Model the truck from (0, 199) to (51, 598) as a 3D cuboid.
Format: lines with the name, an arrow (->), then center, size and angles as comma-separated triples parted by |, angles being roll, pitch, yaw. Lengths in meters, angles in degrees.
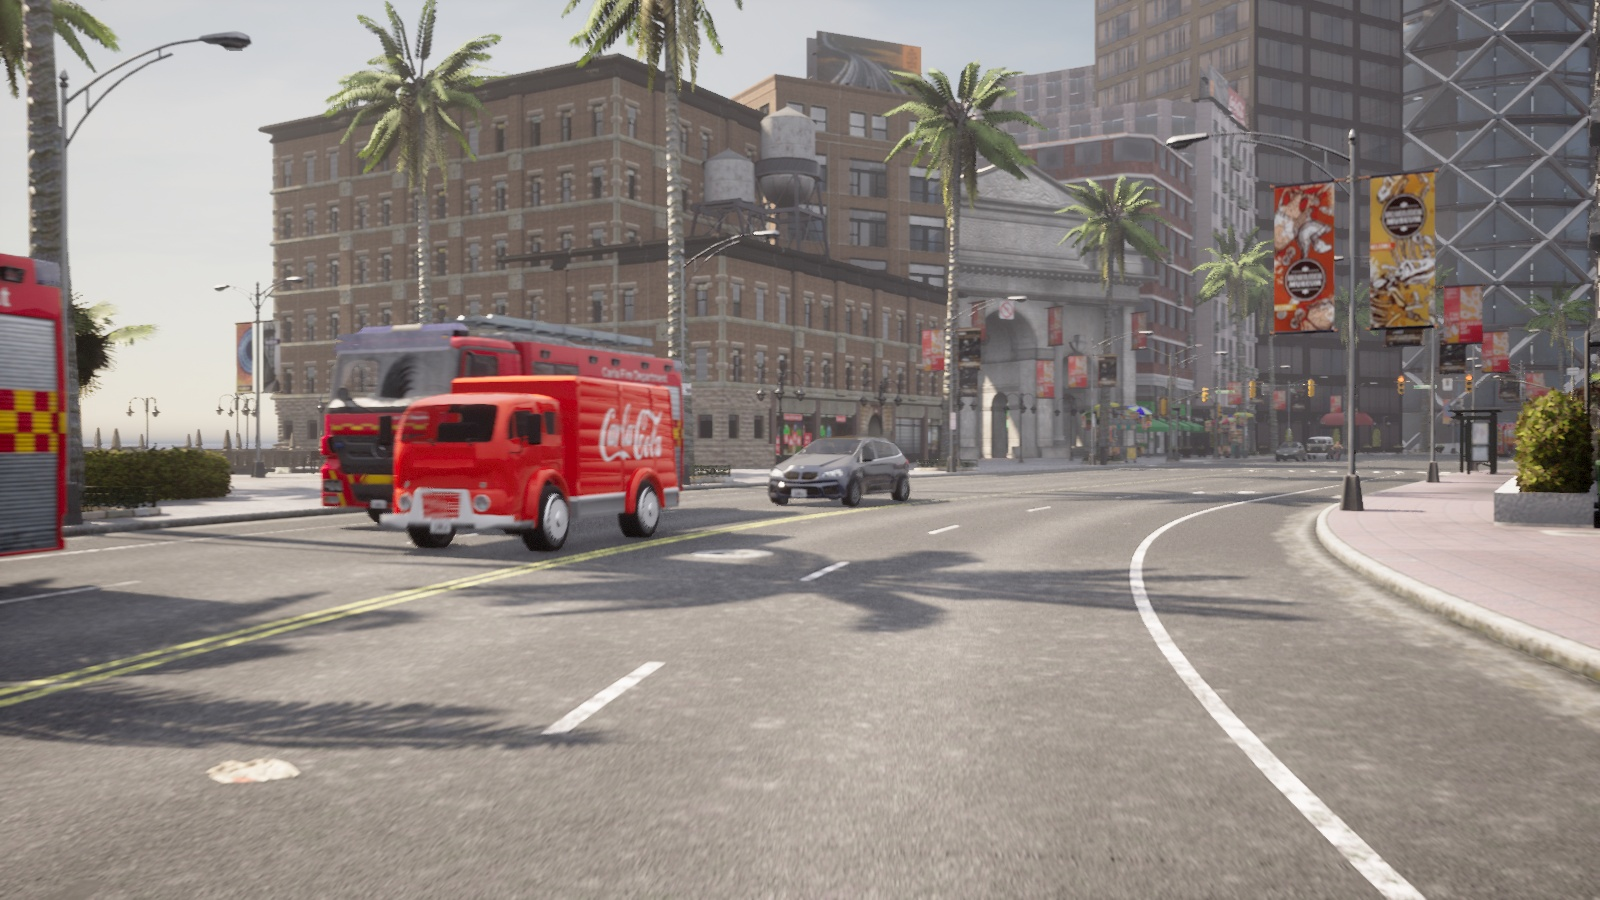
truck -> -9.735, -0.478, 8.767 | 2.891, 3.827, 8.468 | 0, 0, 10

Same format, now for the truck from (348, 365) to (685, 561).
truck -> -3.952, 0.150, 18.730 | 2.627, 2.467, 5.204 | 0, 0, 18

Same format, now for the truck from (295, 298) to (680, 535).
truck -> -5.636, -0.563, 24.713 | 2.891, 3.827, 8.468 | 0, 0, 22

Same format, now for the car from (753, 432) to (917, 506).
car -> 0.971, 0.417, 31.005 | 2.242, 1.667, 4.611 | 0, 0, 28
